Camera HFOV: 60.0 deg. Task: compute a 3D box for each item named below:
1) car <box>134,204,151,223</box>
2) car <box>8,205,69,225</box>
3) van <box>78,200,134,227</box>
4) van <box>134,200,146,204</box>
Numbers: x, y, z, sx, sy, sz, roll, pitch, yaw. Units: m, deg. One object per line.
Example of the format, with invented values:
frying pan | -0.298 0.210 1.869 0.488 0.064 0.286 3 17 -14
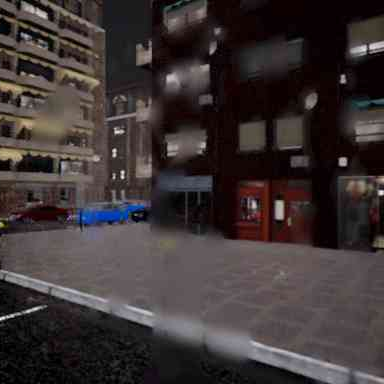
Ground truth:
car | -3.540 1.992 29.683 1.947 1.339 4.313 -1 -2 35
car | -12.393 1.791 27.130 1.812 1.442 4.674 0 -1 35
van | -6.607 1.661 25.071 1.690 1.788 3.998 -1 -2 35
van | -7.174 1.842 38.993 1.690 1.788 3.998 -1 -2 35
